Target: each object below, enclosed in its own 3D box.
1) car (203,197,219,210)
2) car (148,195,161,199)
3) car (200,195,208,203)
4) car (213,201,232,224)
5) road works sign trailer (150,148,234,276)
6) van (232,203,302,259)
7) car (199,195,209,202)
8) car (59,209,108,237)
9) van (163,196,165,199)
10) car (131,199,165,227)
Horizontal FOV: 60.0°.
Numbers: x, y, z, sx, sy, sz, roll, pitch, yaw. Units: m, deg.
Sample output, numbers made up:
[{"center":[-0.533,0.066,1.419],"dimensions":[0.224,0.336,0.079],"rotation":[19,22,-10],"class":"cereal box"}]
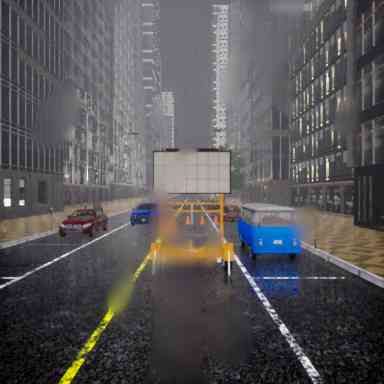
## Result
[{"center":[2.682,1.573,40.731],"dimensions":[1.802,1.307,4.206],"rotation":[0,0,0],"class":"car"},{"center":[-5.700,1.539,46.425],"dimensions":[2.008,1.369,4.403],"rotation":[0,0,0],"class":"car"},{"center":[2.680,1.534,52.116],"dimensions":[2.008,1.369,4.403],"rotation":[0,0,0],"class":"car"},{"center":[2.685,1.577,23.653],"dimensions":[1.802,1.307,4.206],"rotation":[0,0,0],"class":"car"},{"center":[-0.002,0.462,10.287],"dimensions":[2.380,3.560,2.880],"rotation":[0,0,0],"class":"road works sign trailer"},{"center":[2.687,1.339,12.269],"dimensions":[1.690,1.788,3.998],"rotation":[0,0,0],"class":"van"},{"center":[2.676,1.387,74.885],"dimensions":[1.967,1.590,4.097],"rotation":[0,0,0],"class":"car"},{"center":[-5.695,1.578,17.962],"dimensions":[1.802,1.307,4.206],"rotation":[0,0,0],"class":"car"},{"center":[-5.701,1.318,57.810],"dimensions":[1.690,1.788,3.998],"rotation":[0,0,0],"class":"van"},{"center":[-3.005,1.473,23.166],"dimensions":[1.882,1.535,5.008],"rotation":[0,0,0],"class":"car"}]
